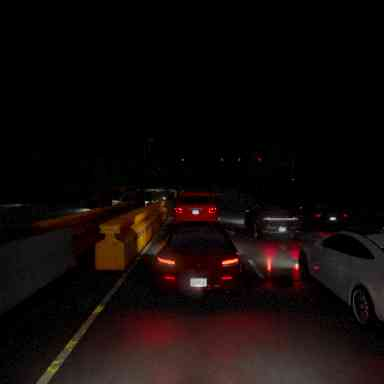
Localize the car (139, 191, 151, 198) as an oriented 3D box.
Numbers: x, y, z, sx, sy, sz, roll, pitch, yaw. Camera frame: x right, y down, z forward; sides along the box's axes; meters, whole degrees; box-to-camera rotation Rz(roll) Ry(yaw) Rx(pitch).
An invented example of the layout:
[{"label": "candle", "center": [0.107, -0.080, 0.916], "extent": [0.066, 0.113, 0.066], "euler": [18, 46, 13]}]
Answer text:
[{"label": "car", "center": [-9.986, 0.509, 71.050], "extent": [1.994, 1.385, 4.181], "euler": [0, 1, 0]}]

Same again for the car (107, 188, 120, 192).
[{"label": "car", "center": [-13.673, 0.385, 57.332], "extent": [2.150, 2.045, 5.566], "euler": [0, 1, 1]}]

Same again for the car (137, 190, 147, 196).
[{"label": "car", "center": [-13.347, 0.222, 88.907], "extent": [2.033, 1.411, 5.357], "euler": [0, 1, 0]}]

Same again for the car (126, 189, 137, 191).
[{"label": "car", "center": [-10.186, 0.657, 56.314], "extent": [1.882, 1.535, 5.008], "euler": [0, 1, 1]}]

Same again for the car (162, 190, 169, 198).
[{"label": "car", "center": [-6.488, 0.485, 70.779], "extent": [1.812, 1.442, 4.674], "euler": [0, 1, 0]}]

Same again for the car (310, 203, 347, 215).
[{"label": "car", "center": [7.208, 1.306, 18.990], "extent": [1.994, 1.385, 4.181], "euler": [0, 1, 0]}]

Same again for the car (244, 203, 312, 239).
[{"label": "car", "center": [3.685, 1.281, 15.904], "extent": [2.128, 1.511, 4.902], "euler": [0, 1, 0]}]

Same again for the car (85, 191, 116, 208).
[{"label": "car", "center": [-10.352, 0.947, 37.092], "extent": [1.882, 1.535, 5.008], "euler": [0, 1, 0]}]

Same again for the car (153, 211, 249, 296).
[{"label": "car", "center": [0.136, 1.430, 8.290], "extent": [1.812, 1.442, 4.674], "euler": [0, 1, 0]}]

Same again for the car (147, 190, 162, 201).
[{"label": "car", "center": [-6.694, 0.692, 55.743], "extent": [1.837, 1.490, 4.892], "euler": [0, 1, 1]}]

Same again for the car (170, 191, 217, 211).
[{"label": "car", "center": [0.194, 0.981, 17.887], "extent": [2.150, 2.045, 5.566], "euler": [0, 1, 0]}]

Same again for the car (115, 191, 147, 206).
[{"label": "car", "center": [-6.847, 0.949, 37.873], "extent": [2.128, 1.511, 4.902], "euler": [0, 1, 0]}]

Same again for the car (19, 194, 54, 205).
[{"label": "car", "center": [-20.447, 0.933, 43.719], "extent": [4.181, 1.385, 1.994], "euler": [0, 1, -16]}]

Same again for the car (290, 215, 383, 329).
[{"label": "car", "center": [3.625, 1.455, 6.656], "extent": [1.812, 1.442, 4.674], "euler": [0, 1, 0]}]

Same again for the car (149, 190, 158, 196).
[{"label": "car", "center": [-9.873, 0.289, 85.582], "extent": [1.994, 1.385, 4.181], "euler": [0, 1, 0]}]
